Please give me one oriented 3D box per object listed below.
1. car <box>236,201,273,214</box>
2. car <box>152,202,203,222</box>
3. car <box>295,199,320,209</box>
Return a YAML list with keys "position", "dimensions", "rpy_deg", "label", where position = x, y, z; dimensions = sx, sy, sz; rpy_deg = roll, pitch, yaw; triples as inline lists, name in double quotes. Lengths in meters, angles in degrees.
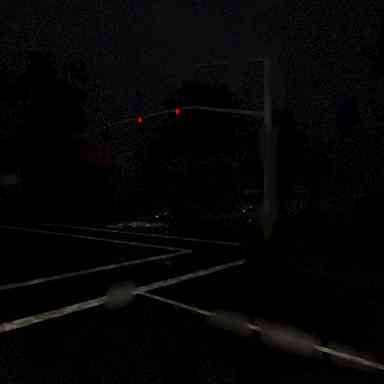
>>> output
- position: [6.653, 1.601, 35.064]
  dimensions: [1.895, 1.301, 4.718]
  rpy_deg: [0, 0, 41]
  label: "car"
- position: [-1.052, 1.526, 26.206]
  dimensions: [1.812, 1.442, 4.674]
  rpy_deg: [0, 0, 41]
  label: "car"
- position: [15.864, 1.601, 45.641]
  dimensions: [1.895, 1.301, 4.718]
  rpy_deg: [0, 0, 41]
  label: "car"
